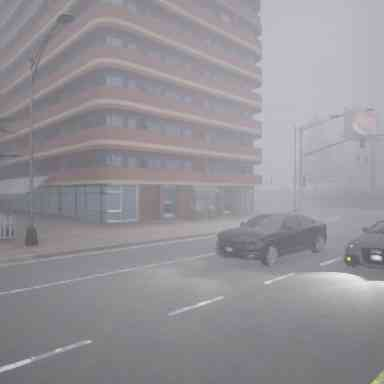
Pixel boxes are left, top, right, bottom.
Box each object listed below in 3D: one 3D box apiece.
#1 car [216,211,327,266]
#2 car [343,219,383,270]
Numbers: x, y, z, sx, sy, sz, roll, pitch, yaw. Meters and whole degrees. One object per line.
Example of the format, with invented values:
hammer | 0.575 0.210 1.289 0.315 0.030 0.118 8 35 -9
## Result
car | 2.947 1.460 11.747 5.008 1.535 1.882 0 0 -43
car | 6.302 1.543 10.089 4.181 1.385 1.994 0 0 -43
